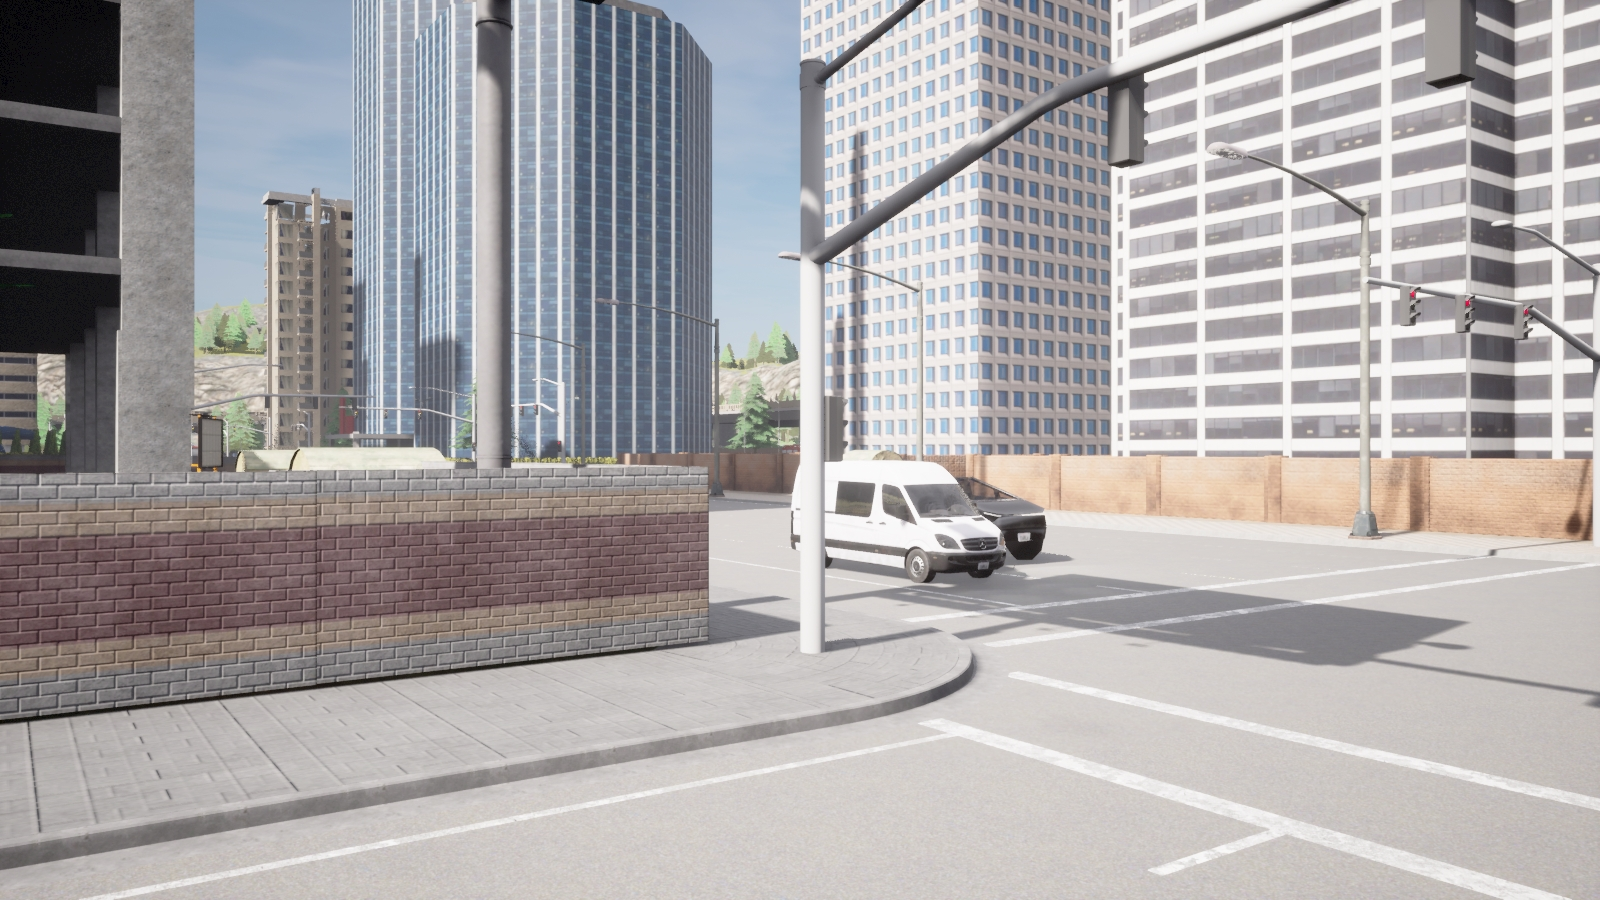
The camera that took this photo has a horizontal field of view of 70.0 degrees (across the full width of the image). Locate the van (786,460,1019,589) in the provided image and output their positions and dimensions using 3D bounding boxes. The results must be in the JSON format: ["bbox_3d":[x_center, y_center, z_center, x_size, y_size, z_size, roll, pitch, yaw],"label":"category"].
[{"bbox_3d":[2.162,1.533,26.216,1.988,2.561,5.915,0,0,-35],"label":"van"}]

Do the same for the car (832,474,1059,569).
[{"bbox_3d":[3.654,1.752,30.193,2.390,2.098,6.274,0,0,-35],"label":"car"}]
